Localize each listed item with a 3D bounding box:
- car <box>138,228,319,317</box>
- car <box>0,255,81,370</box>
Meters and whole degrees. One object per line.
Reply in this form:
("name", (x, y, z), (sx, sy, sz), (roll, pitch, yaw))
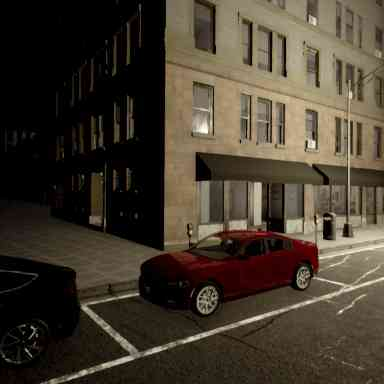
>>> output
("car", (0.987, 1.545, 7.455), (4.507, 1.381, 1.887), (0, 1, -35))
("car", (-3.635, 1.566, 4.166), (4.313, 1.339, 1.947), (0, 1, -35))
